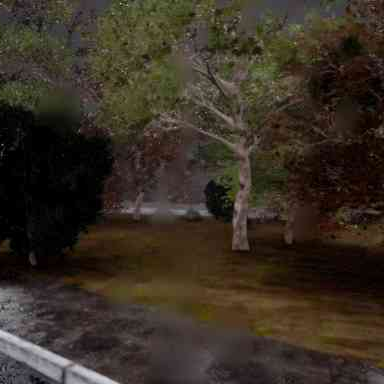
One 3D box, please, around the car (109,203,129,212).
[{"bbox_3d":[-10.181,1.670,41.836,4.892,1.490,1.837,6,-3,-43],"label":"car"}]
